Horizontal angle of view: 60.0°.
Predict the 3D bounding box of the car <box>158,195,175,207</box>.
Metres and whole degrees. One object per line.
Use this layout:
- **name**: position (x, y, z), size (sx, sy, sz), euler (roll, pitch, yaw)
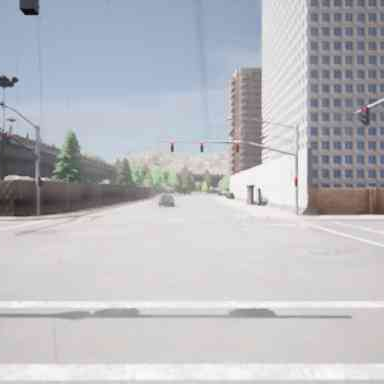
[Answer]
- **car**: position (-3.476, 1.158, 46.033), size (2.097, 1.767, 4.553), euler (0, 0, 0)
